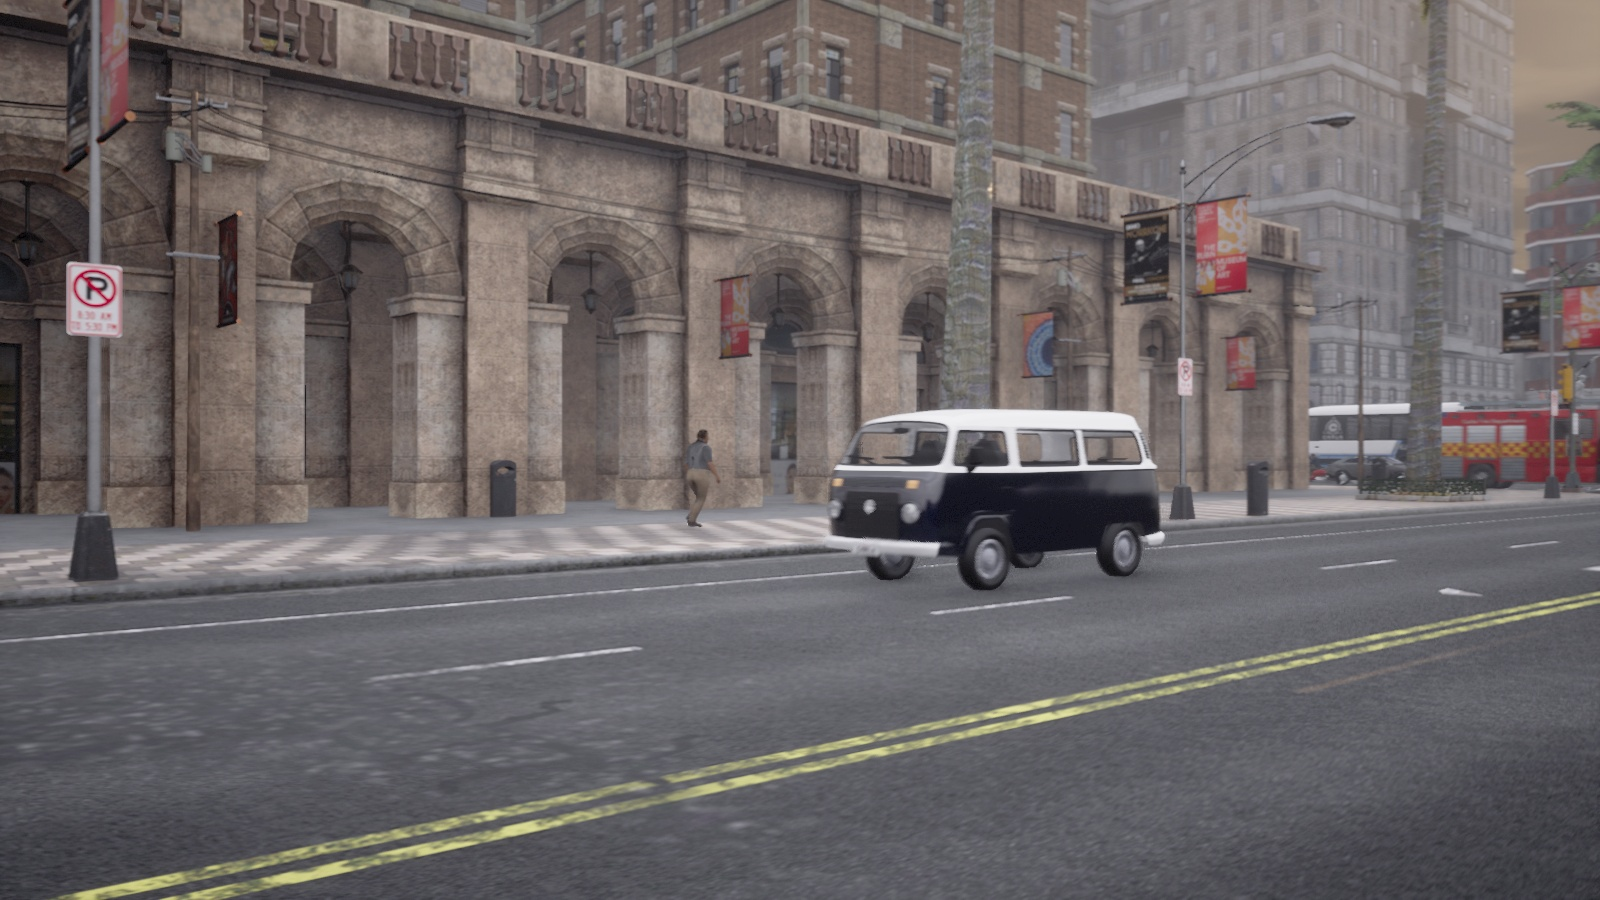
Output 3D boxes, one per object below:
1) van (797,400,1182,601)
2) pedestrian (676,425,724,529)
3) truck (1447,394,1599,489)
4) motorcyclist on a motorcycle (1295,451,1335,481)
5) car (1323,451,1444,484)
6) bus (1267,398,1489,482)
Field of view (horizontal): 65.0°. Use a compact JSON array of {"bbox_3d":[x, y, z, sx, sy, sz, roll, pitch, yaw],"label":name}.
[{"bbox_3d":[2.354,0.512,14.952,4.480,2.038,2.069,0,0,-40],"label":"van"},{"bbox_3d":[-1.810,0.482,22.752,0.540,1.848,0.694,0,0,43],"label":"pedestrian"},{"bbox_3d":[31.927,-0.333,52.190,8.468,3.827,2.891,0,0,45],"label":"truck"},{"bbox_3d":[27.614,0.846,67.328,0.866,1.590,1.817,0,0,-40],"label":"motorcyclist on a motorcycle"},{"bbox_3d":[28.302,0.826,61.053,2.128,1.511,4.902,0,0,-40],"label":"car"},{"bbox_3d":[31.259,-0.490,68.411,3.944,4.253,10.273,0,0,-40],"label":"bus"}]
